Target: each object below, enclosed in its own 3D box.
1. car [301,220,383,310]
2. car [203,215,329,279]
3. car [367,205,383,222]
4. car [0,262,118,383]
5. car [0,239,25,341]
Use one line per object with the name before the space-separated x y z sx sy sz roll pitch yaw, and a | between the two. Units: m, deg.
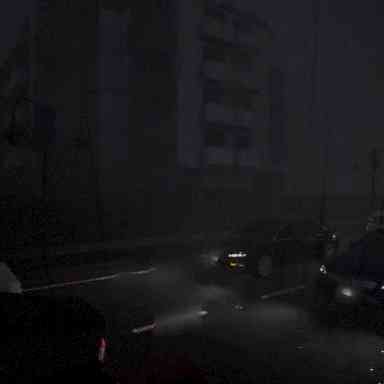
car | 4.688 1.523 7.324 4.674 1.442 1.812 0 0 -35
car | 2.563 1.502 10.107 4.892 1.490 1.837 0 0 -36
car | 10.591 1.213 15.812 5.566 2.045 2.150 0 0 -35
car | -2.880 1.492 1.926 4.902 1.511 2.128 0 0 -35
car | -5.106 1.601 4.638 4.718 1.301 1.895 0 0 -35
